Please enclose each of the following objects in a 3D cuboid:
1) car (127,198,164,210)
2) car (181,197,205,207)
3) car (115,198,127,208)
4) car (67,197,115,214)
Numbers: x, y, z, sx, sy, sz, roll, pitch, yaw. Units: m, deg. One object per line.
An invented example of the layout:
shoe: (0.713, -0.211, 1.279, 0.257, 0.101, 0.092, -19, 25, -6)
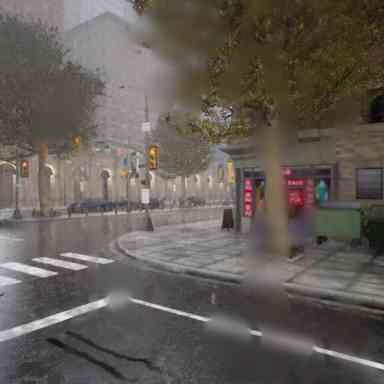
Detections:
car: (-5.639, 1.498, 42.739, 1.837, 1.490, 4.892, 0, 0, 36)
car: (0.183, 1.498, 50.778, 1.837, 1.490, 4.892, 0, 0, 36)
car: (-10.121, 1.587, 47.893, 1.895, 1.301, 4.718, 0, 0, 36)
car: (-10.931, 1.345, 35.423, 2.097, 1.767, 4.553, 0, 0, 36)
